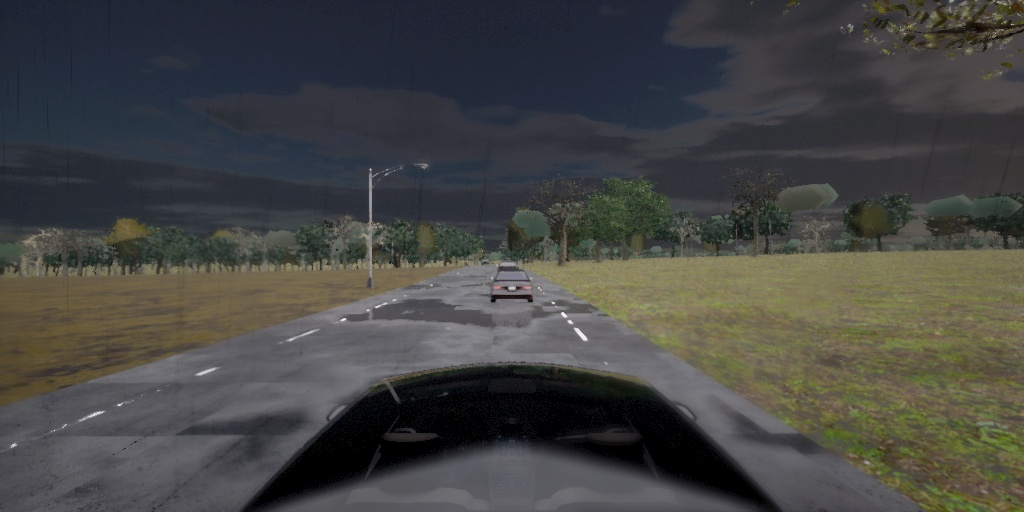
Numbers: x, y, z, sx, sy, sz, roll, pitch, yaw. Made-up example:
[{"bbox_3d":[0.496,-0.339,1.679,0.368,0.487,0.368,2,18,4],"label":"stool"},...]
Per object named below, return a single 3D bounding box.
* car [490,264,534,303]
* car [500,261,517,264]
[{"bbox_3d":[-0.016,1.298,16.517,2.033,1.411,5.357,0,0,0],"label":"car"},{"bbox_3d":[-0.360,1.173,31.569,1.882,1.535,5.008,0,0,-2],"label":"car"}]
